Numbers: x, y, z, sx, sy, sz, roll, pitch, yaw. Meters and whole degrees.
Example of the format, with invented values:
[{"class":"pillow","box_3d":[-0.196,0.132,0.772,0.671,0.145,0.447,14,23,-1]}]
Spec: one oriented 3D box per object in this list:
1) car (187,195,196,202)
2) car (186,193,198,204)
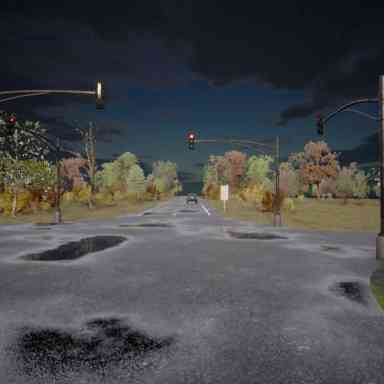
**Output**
[{"class":"car","box_3d":[-0.003,1.464,78.020,2.033,1.411,5.357,0,0,0]},{"class":"car","box_3d":[-0.002,1.291,67.629,2.150,2.045,5.566,0,0,0]}]
